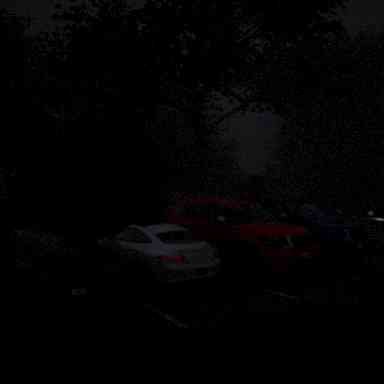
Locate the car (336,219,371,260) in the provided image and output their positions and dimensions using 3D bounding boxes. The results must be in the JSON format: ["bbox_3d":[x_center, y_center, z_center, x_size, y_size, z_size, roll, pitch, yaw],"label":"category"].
[{"bbox_3d":[3.441,1.272,12.226,2.435,2.045,5.566,0,0,-35],"label":"car"}]

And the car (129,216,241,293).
[{"bbox_3d":[-1.110,1.536,9.013,2.002,1.452,4.674,0,0,-35],"label":"car"}]

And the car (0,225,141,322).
[{"bbox_3d":[-3.274,1.486,7.466,2.097,1.535,5.008,0,0,-35],"label":"car"}]

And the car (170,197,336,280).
[{"bbox_3d":[1.274,1.258,10.680,2.435,2.045,5.566,0,0,-35],"label":"car"}]

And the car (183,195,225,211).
[{"bbox_3d":[1.257,1.225,38.169,2.033,1.411,5.357,-4,3,-34],"label":"car"}]
